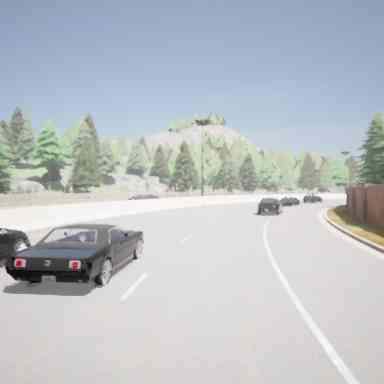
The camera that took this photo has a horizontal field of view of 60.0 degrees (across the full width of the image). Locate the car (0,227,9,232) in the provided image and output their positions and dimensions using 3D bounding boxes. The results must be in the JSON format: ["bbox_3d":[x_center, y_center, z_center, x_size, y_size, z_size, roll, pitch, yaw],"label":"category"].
[{"bbox_3d":[-6.255,1.403,8.715,1.837,1.490,4.892,0,0,6],"label":"car"}]

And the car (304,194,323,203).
[{"bbox_3d":[19.876,1.058,54.707,2.128,1.511,4.902,1,1,42],"label":"car"}]

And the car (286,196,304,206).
[{"bbox_3d":[13.303,1.194,45.315,1.994,1.385,4.181,1,1,34],"label":"car"}]

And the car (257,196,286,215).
[{"bbox_3d":[7.144,1.252,30.280,1.837,1.490,4.892,0,1,21],"label":"car"}]

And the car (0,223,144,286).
[{"bbox_3d":[-2.729,1.507,9.139,1.895,1.301,4.718,0,1,6],"label":"car"}]

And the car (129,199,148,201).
[{"bbox_3d":[-6.256,1.084,46.027,1.812,1.442,4.674,0,1,26],"label":"car"}]
